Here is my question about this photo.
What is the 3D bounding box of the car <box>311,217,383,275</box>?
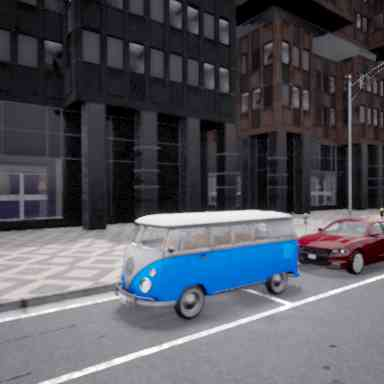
[{"bbox_3d":[5.072,1.483,10.268,4.507,1.381,1.887,0,0,-36],"label":"car"}]

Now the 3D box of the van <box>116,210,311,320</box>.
[{"bbox_3d":[0.498,1.314,7.004,3.998,1.788,1.690,0,0,-36],"label":"van"}]
